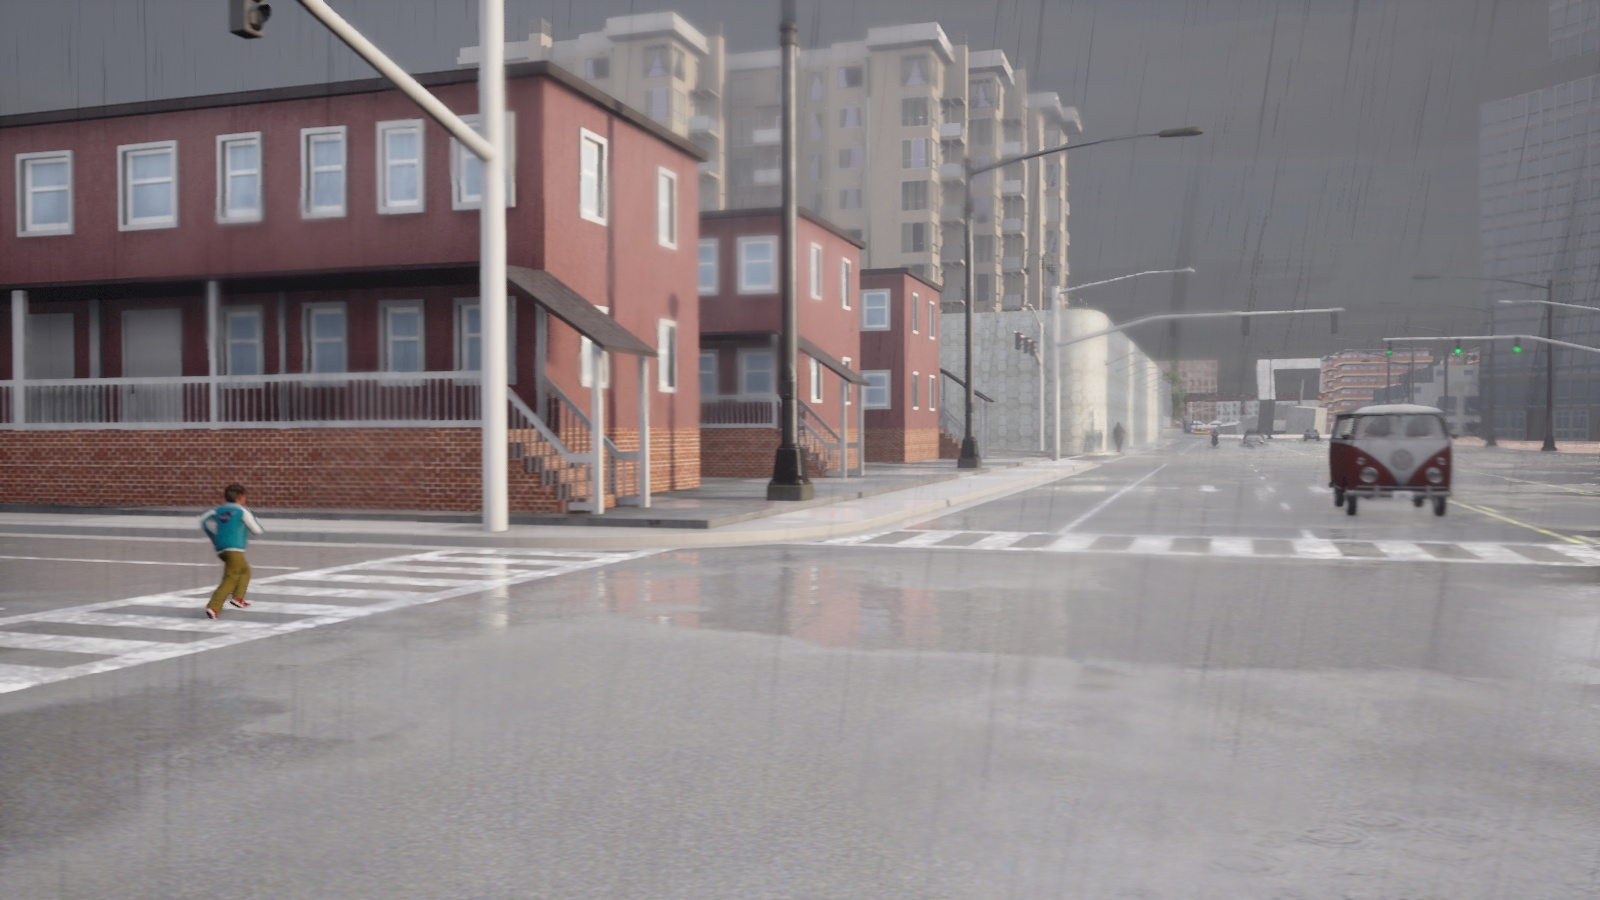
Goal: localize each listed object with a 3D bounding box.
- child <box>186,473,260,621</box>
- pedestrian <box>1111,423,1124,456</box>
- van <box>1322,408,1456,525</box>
[{"bbox_3d":[-4.867,0.804,10.602,0.343,1.192,0.448,1,1,25],"label":"child"},{"bbox_3d":[19.149,-0.631,75.697,0.659,1.952,0.873,1,1,19],"label":"pedestrian"},{"bbox_3d":[10.993,0.241,23.694,1.775,1.987,4.442,1,1,19],"label":"van"}]
